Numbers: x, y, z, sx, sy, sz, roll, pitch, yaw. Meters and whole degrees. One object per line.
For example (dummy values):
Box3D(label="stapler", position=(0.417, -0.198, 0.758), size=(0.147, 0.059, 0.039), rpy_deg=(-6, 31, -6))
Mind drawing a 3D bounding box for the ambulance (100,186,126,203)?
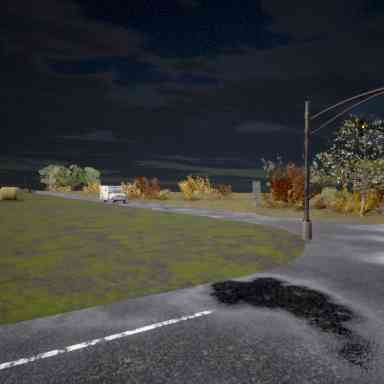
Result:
Box3D(label="ambulance", position=(-11.873, 0.341, 50.071), size=(2.351, 2.431, 6.366), rpy_deg=(2, 0, -32))
